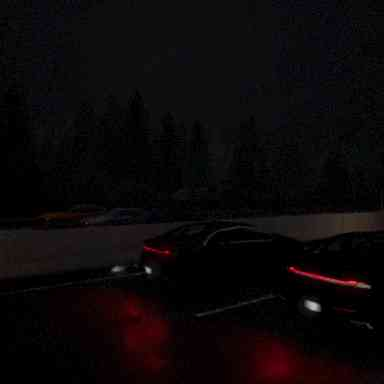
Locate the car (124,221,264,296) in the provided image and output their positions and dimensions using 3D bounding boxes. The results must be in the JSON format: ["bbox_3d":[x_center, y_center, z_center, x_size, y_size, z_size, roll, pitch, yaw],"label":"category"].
[{"bbox_3d":[0.996,1.525,8.763,4.902,1.511,2.128,0,0,-36],"label":"car"}]

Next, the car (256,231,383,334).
[{"bbox_3d":[3.804,1.531,6.467,4.902,1.511,2.128,0,0,-36],"label":"car"}]

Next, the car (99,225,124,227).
[{"bbox_3d":[-1.736,1.522,15.661,5.008,1.535,1.882,0,0,-36],"label":"car"}]
